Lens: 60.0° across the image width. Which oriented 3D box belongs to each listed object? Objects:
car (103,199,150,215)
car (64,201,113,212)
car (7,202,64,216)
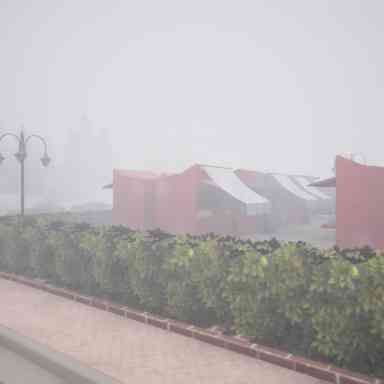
[{"bbox_3d":[-7.067,1.547,36.169,2.128,1.511,4.902,0,0,36],"label":"car"},{"bbox_3d":[-8.047,1.560,28.519,1.837,1.490,4.892,0,0,36],"label":"car"},{"bbox_3d":[-12.968,1.581,28.004,1.812,1.442,4.674,0,0,35],"label":"car"}]
